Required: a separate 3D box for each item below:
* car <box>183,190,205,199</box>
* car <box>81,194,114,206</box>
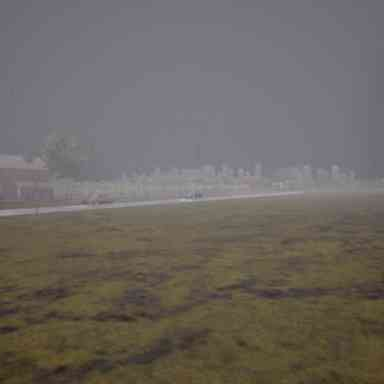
[{"bbox_3d":[0.425,0.506,59.193,1.837,1.490,4.892,1,2,36],"label":"car"},{"bbox_3d":[-11.931,0.990,42.146,1.994,1.385,4.181,1,2,36],"label":"car"}]
